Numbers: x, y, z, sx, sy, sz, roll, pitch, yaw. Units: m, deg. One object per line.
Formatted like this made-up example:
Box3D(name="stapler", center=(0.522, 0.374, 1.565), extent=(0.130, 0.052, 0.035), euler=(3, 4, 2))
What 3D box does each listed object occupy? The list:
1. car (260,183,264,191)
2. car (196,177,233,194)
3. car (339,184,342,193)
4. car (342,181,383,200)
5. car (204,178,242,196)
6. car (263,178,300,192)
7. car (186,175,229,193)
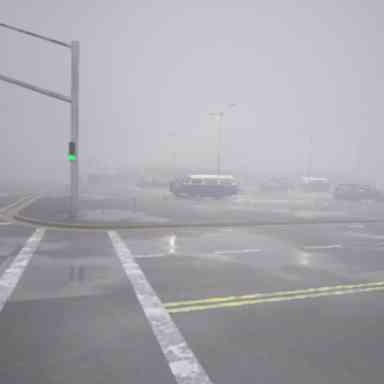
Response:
Box3D(name="car", center=(13.830, -1.326, 57.255), extent=(3.905, 1.438, 1.784), euler=(1, 3, -18))
Box3D(name="car", center=(2.950, -0.806, 42.007), extent=(3.905, 1.438, 1.784), euler=(1, 3, -18))
Box3D(name="car", center=(30.424, -1.138, 62.704), extent=(3.806, 1.475, 1.970), euler=(1, 3, -18))
Box3D(name="car", center=(19.985, -0.129, 38.481), extent=(3.806, 1.475, 1.970), euler=(1, 3, -18))
Box3D(name="car", center=(3.845, -0.605, 39.261), extent=(3.806, 1.475, 1.970), euler=(1, 3, -18))
Box3D(name="car", center=(14.672, -1.366, 54.475), extent=(4.605, 1.855, 1.932), euler=(1, 3, -18))
Box3D(name="car", center=(2.076, -1.175, 44.527), extent=(4.605, 1.855, 1.932), euler=(1, 3, -18))
